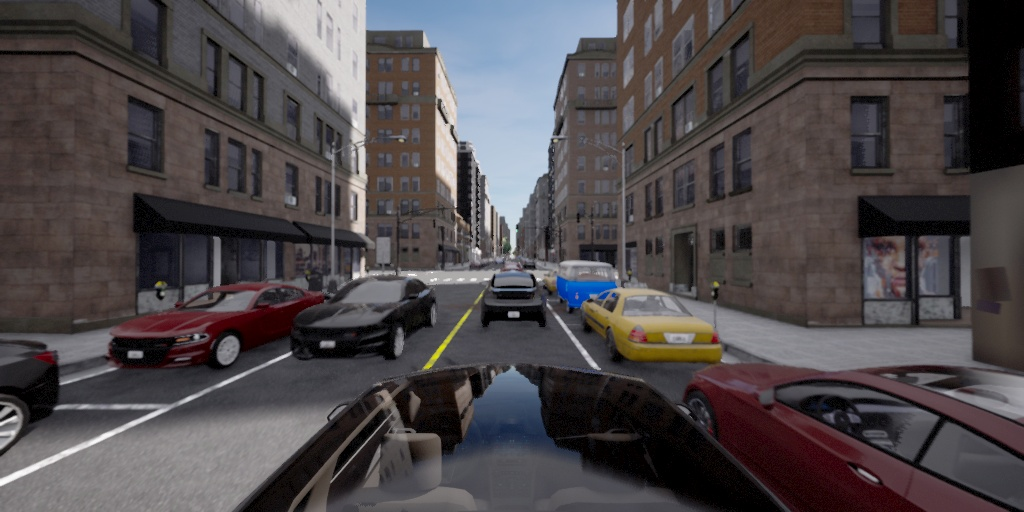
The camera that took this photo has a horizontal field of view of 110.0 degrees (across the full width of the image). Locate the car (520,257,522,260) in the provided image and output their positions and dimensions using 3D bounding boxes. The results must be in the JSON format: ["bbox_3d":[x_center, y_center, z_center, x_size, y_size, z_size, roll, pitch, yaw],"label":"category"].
[{"bbox_3d":[2.866,1.232,62.394,1.888,1.381,4.507,0,0,1],"label":"car"}]

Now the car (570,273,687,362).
[{"bbox_3d":[2.652,1.270,8.022,1.751,1.417,4.829,0,0,0],"label":"car"}]

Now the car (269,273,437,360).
[{"bbox_3d":[-3.115,1.221,8.550,1.882,1.535,5.008,0,0,0],"label":"car"}]

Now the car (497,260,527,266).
[{"bbox_3d":[0.007,1.251,28.158,1.812,1.442,4.674,0,0,0],"label":"car"}]

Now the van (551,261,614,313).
[{"bbox_3d":[2.635,1.080,13.526,1.690,1.789,3.998,0,0,0],"label":"van"}]

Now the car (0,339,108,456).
[{"bbox_3d":[-5.856,1.315,2.156,1.948,1.339,4.313,0,0,0],"label":"car"}]

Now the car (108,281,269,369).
[{"bbox_3d":[-5.874,1.289,7.828,1.888,1.381,4.507,0,0,0],"label":"car"}]

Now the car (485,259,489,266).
[{"bbox_3d":[-5.660,1.253,62.471,1.948,1.339,4.313,0,0,1],"label":"car"}]

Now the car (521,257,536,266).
[{"bbox_3d":[2.812,1.259,56.864,1.948,1.339,4.313,0,0,1],"label":"car"}]

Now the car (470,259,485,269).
[{"bbox_3d":[-5.713,1.276,56.942,1.802,1.307,4.207,0,0,1],"label":"car"}]

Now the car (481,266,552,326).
[{"bbox_3d":[0.050,1.247,11.653,1.837,1.490,4.892,0,0,0],"label":"car"}]

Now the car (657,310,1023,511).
[{"bbox_3d":[2.670,1.331,2.179,1.802,1.307,4.207,0,0,0],"label":"car"}]
